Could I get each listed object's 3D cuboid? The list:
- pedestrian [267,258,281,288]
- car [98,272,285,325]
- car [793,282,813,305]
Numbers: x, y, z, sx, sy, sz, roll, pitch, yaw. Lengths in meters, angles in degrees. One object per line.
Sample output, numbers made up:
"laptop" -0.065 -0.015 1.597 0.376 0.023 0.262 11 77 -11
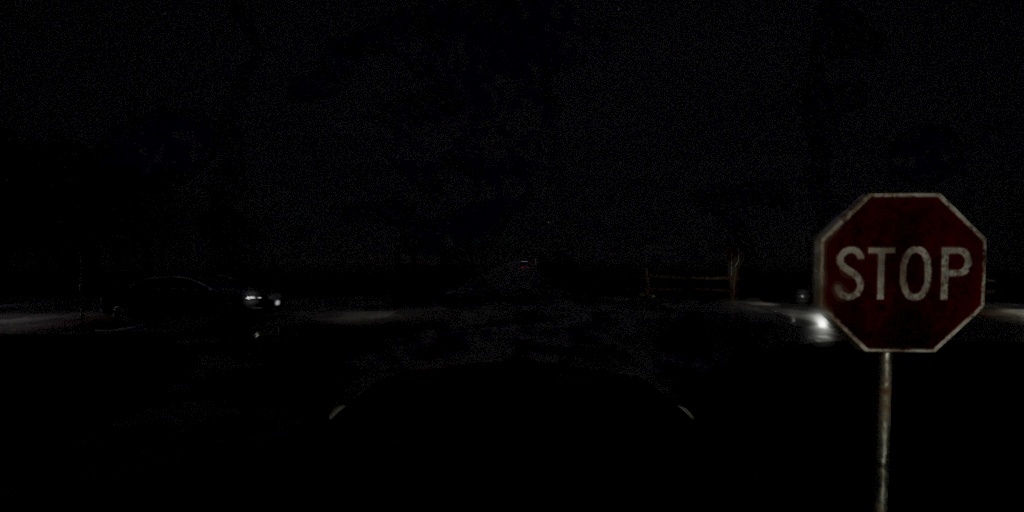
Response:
"pedestrian" -11.537 0.985 17.285 0.375 1.860 0.375 0 2 2
"car" -10.204 1.291 11.666 4.902 1.511 2.128 0 2 -4
"car" 13.353 1.253 13.478 4.674 1.442 1.812 0 2 3
